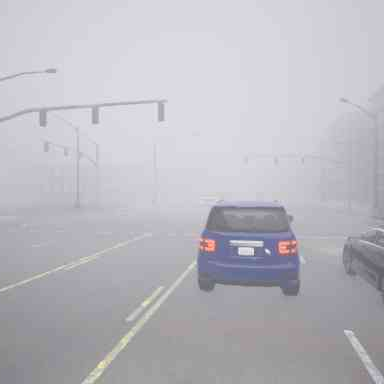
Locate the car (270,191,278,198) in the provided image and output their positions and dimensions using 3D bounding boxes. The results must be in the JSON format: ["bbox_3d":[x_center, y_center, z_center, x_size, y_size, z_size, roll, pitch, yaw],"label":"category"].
[{"bbox_3d":[20.909,0.608,84.589,1.837,1.490,4.892,0,1,11],"label":"car"}]

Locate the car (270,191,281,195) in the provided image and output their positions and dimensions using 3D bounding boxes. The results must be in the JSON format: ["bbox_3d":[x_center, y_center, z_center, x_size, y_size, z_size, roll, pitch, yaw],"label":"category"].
[{"bbox_3d":[18.927,0.707,74.740,2.097,1.767,4.553,0,1,11],"label":"car"}]

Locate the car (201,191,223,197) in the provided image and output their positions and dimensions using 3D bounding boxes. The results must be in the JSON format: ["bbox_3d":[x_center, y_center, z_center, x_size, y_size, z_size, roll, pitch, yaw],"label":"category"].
[{"bbox_3d":[2.643,1.078,47.512,2.150,2.045,5.566,0,1,11],"label":"car"}]

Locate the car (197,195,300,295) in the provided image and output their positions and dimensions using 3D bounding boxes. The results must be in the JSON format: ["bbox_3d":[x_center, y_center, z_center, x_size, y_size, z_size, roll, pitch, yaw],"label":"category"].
[{"bbox_3d":[1.544,1.221,8.964,2.150,2.045,5.566,0,0,11],"label":"car"}]

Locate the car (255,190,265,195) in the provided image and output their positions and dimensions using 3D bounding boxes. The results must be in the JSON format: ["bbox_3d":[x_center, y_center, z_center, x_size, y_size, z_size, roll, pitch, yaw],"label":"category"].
[{"bbox_3d":[15.504,0.903,75.469,1.994,1.385,4.181,0,1,11],"label":"car"}]

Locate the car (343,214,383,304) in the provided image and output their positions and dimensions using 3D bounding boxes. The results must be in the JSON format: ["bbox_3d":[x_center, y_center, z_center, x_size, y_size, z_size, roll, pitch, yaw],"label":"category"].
[{"bbox_3d":[4.806,1.491,7.432,2.128,1.511,4.902,0,0,11],"label":"car"}]

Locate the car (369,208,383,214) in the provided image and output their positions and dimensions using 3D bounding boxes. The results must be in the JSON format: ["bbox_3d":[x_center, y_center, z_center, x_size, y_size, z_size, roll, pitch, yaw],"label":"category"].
[{"bbox_3d":[15.353,1.540,23.274,5.357,1.411,2.033,0,0,12],"label":"car"}]

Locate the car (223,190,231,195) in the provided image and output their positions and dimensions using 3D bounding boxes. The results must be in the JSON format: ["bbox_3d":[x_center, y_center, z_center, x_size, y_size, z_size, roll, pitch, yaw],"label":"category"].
[{"bbox_3d":[5.358,0.865,60.934,2.150,2.045,5.566,0,1,11],"label":"car"}]

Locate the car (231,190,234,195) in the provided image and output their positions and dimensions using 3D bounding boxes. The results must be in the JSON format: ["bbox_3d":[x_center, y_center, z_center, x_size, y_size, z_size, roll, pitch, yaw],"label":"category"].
[{"bbox_3d":[8.220,0.620,74.756,2.150,2.045,5.566,0,1,11],"label":"car"}]
